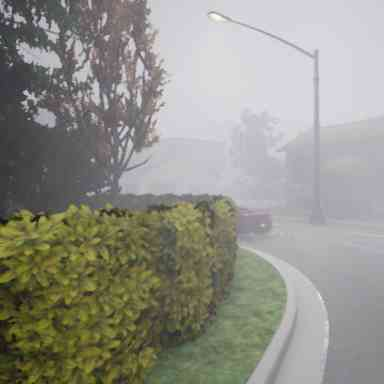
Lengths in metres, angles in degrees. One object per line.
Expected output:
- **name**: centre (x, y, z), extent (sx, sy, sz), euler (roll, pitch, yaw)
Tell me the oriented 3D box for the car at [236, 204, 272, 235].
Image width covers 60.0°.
- **car**: centre (1.821, 1.363, 17.055), extent (1.882, 1.535, 5.008), euler (0, 0, -33)
